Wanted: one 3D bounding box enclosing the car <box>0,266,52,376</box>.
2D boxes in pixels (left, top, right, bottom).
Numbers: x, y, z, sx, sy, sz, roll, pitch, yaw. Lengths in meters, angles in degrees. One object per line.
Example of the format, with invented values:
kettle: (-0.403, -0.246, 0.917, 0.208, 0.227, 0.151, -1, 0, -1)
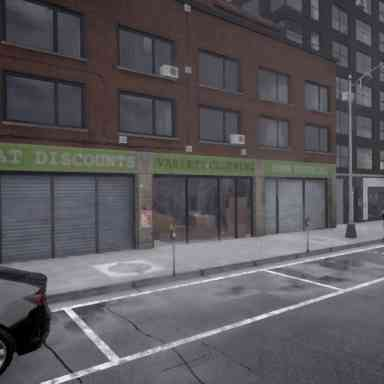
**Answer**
car: (-3.903, 1.566, 3.760, 4.313, 1.339, 1.947, 0, -1, -35)
